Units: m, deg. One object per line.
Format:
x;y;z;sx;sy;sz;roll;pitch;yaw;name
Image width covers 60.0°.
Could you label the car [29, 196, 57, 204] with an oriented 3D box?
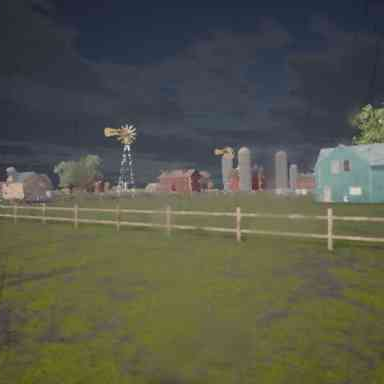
-26.925;1.391;60.201;2.128;1.511;4.902;-2;0;36;car
